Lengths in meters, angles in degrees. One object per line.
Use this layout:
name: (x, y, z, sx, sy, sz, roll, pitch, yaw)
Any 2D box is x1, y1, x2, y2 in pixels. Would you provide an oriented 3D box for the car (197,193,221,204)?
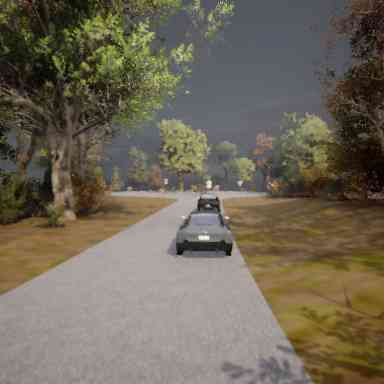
car: (1.450, 0.856, 28.720, 1.882, 1.535, 5.008, 0, 2, 4)

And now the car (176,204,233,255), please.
car: (0.493, 1.410, 12.803, 1.994, 1.385, 4.181, 0, 1, 3)
